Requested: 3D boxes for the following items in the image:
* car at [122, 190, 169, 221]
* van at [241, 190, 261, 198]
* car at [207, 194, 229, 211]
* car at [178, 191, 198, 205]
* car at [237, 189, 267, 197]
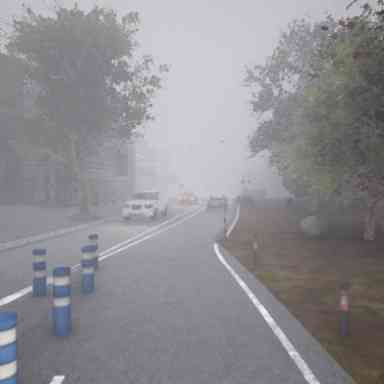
[{"bbox_3d":[-3.176,0.876,23.913,2.150,2.045,5.566,0,1,8],"label":"car"},{"bbox_3d":[14.505,0.484,82.133,4.442,1.987,1.878,1,-1,-14],"label":"van"},{"bbox_3d":[2.512,0.977,32.214,2.128,1.511,4.902,0,1,8],"label":"car"},{"bbox_3d":[-0.442,0.722,42.309,2.097,1.767,4.553,0,1,8],"label":"car"},{"bbox_3d":[13.103,0.373,70.347,5.566,2.045,2.435,1,-1,-13],"label":"car"}]
